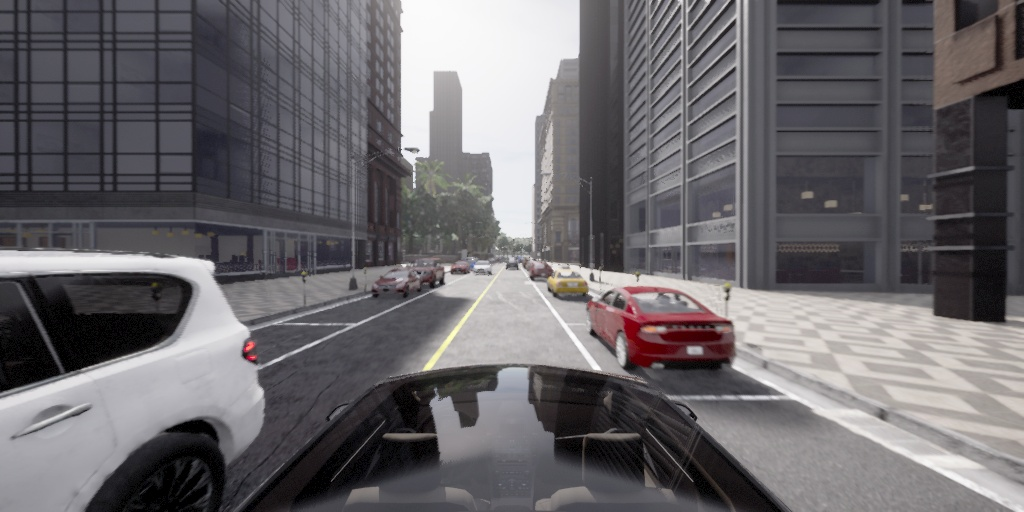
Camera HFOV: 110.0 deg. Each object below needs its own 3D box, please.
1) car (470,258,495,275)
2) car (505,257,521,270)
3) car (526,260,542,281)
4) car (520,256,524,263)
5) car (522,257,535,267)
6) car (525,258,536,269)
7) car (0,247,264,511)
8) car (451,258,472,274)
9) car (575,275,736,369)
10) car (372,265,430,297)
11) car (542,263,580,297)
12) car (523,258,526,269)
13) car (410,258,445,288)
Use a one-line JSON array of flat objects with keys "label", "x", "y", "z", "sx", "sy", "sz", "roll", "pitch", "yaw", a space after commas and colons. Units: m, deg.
[{"label": "car", "x": -3.080, "y": 1.254, "z": 38.149, "sx": 1.812, "sy": 1.442, "sz": 4.674, "roll": 0, "pitch": 0, "yaw": 0}, {"label": "car", "x": 0.056, "y": 1.251, "z": 53.576, "sx": 1.812, "sy": 1.442, "sz": 4.674, "roll": 0, "pitch": 0, "yaw": 0}, {"label": "car", "x": 2.358, "y": 1.258, "z": 29.615, "sx": 1.812, "sy": 1.442, "sz": 4.674, "roll": 0, "pitch": 0, "yaw": 0}, {"label": "car", "x": 2.773, "y": 1.040, "z": 56.466, "sx": 2.192, "sy": 1.841, "sz": 5.009, "roll": 0, "pitch": 0, "yaw": 0}, {"label": "car", "x": 2.772, "y": 1.252, "z": 51.211, "sx": 1.751, "sy": 1.417, "sz": 4.829, "roll": 0, "pitch": 0, "yaw": 0}, {"label": "car", "x": 2.769, "y": 1.274, "z": 40.191, "sx": 1.888, "sy": 1.381, "sz": 4.507, "roll": 0, "pitch": 0, "yaw": 0}, {"label": "car", "x": -3.086, "y": 0.973, "z": 0.590, "sx": 2.150, "sy": 2.045, "sz": 5.566, "roll": 0, "pitch": 0, "yaw": 0}, {"label": "car", "x": -5.756, "y": 1.273, "z": 40.205, "sx": 1.888, "sy": 1.381, "sz": 4.507, "roll": 0, "pitch": 0, "yaw": 0}, {"label": "car", "x": 2.764, "y": 1.290, "z": 7.641, "sx": 1.888, "sy": 1.381, "sz": 4.507, "roll": 0, "pitch": 0, "yaw": 0}, {"label": "car", "x": -5.760, "y": 1.319, "z": 18.502, "sx": 1.802, "sy": 1.307, "sz": 4.207, "roll": 0, "pitch": 0, "yaw": 0}, {"label": "car", "x": 2.766, "y": 1.262, "z": 18.661, "sx": 1.751, "sy": 1.417, "sz": 4.829, "roll": 0, "pitch": 0, "yaw": 0}, {"label": "car", "x": 2.771, "y": 1.278, "z": 45.615, "sx": 2.007, "sy": 1.370, "sz": 4.403, "roll": 0, "pitch": 0, "yaw": 0}, {"label": "car", "x": -5.758, "y": 1.048, "z": 23.927, "sx": 2.192, "sy": 1.841, "sz": 5.009, "roll": 0, "pitch": 0, "yaw": 0}]
